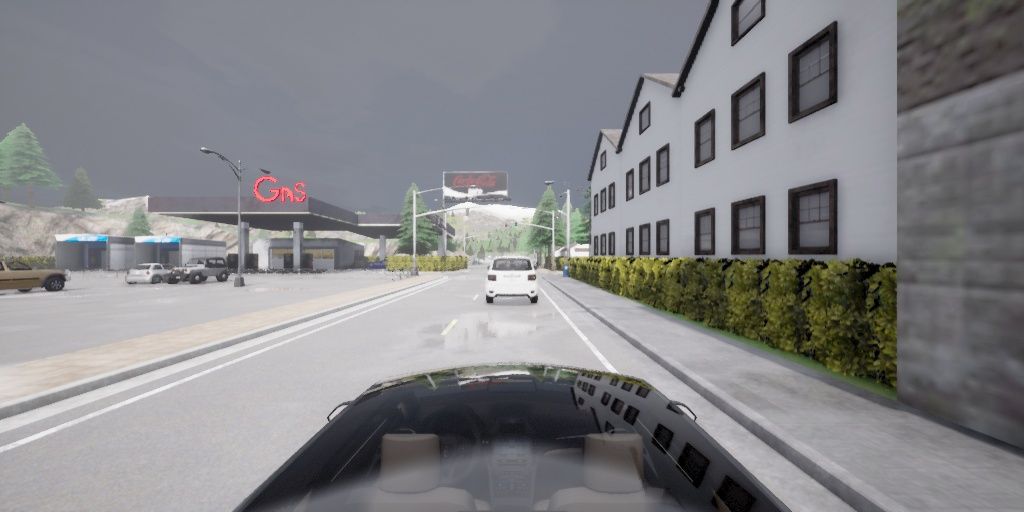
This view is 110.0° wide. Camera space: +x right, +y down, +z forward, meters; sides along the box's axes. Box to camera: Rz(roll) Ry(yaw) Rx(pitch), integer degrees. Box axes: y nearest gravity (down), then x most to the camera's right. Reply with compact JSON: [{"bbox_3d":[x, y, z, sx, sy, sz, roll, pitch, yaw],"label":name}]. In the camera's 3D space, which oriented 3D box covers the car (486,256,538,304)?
[{"bbox_3d":[0.000,1.007,16.530,2.150,2.045,5.566,0,0,0],"label":"car"}]
